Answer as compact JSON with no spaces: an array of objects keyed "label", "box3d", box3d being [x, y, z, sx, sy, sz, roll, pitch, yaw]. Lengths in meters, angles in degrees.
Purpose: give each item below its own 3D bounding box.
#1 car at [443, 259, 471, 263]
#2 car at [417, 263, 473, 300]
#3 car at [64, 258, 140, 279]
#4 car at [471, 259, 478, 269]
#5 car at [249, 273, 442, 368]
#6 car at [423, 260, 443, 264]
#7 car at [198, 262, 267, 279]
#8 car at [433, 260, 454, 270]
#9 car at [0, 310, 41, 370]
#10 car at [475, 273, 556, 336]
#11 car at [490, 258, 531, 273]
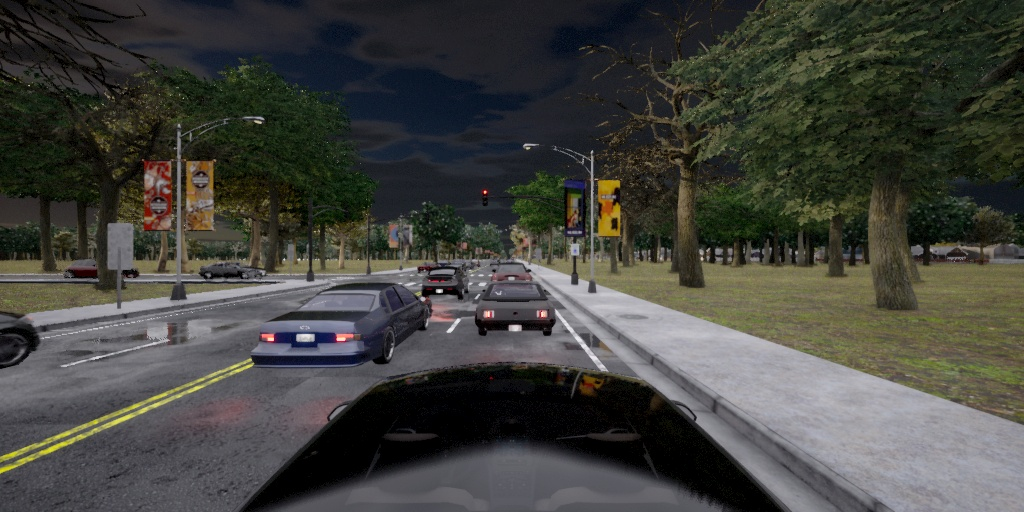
[{"label":"car","box3d":[-6.796,1.258,44.879,2.128,1.511,4.902,0,0,0]},{"label":"car","box3d":[-3.200,1.258,17.825,1.837,1.490,4.892,0,0,-2]},{"label":"car","box3d":[-33.819,1.074,29.700,4.553,1.767,2.097,0,0,0]},{"label":"car","box3d":[-6.837,1.266,54.215,2.128,1.511,4.902,0,0,0]},{"label":"car","box3d":[-3.173,1.298,7.991,2.033,1.411,5.357,0,0,0]},{"label":"car","box3d":[-10.041,1.366,43.389,1.895,1.301,4.718,0,0,0]},{"label":"car","box3d":[-23.069,1.225,29.745,4.902,1.511,2.128,0,0,0]},{"label":"car","box3d":[-10.084,1.321,53.041,2.033,1.411,5.357,0,0,0]},{"label":"car","box3d":[-9.860,1.314,4.934,1.994,1.385,4.181,0,0,0]},{"label":"car","box3d":[0.066,1.352,10.366,1.895,1.301,4.718,0,0,0]},{"label":"car","box3d":[-0.016,1.106,19.351,2.097,1.767,4.553,0,0,0]}]
